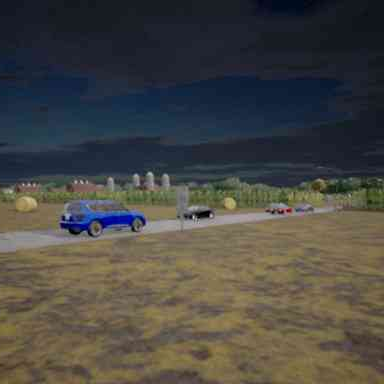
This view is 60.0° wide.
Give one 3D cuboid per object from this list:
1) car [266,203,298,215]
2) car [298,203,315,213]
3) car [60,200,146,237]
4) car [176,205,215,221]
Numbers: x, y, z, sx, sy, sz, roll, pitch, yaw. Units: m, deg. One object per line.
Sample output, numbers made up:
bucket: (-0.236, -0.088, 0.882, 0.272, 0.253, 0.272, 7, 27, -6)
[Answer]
car: (12.230, 2.426, 44.934, 1.895, 1.301, 4.718, 0, -1, 36)
car: (18.046, 2.536, 53.155, 2.033, 1.411, 5.357, 0, -1, 36)
car: (-5.304, 1.540, 20.473, 2.150, 2.045, 5.566, 0, -1, 36)
car: (0.447, 2.028, 33.423, 1.882, 1.535, 5.008, 0, -1, 36)
